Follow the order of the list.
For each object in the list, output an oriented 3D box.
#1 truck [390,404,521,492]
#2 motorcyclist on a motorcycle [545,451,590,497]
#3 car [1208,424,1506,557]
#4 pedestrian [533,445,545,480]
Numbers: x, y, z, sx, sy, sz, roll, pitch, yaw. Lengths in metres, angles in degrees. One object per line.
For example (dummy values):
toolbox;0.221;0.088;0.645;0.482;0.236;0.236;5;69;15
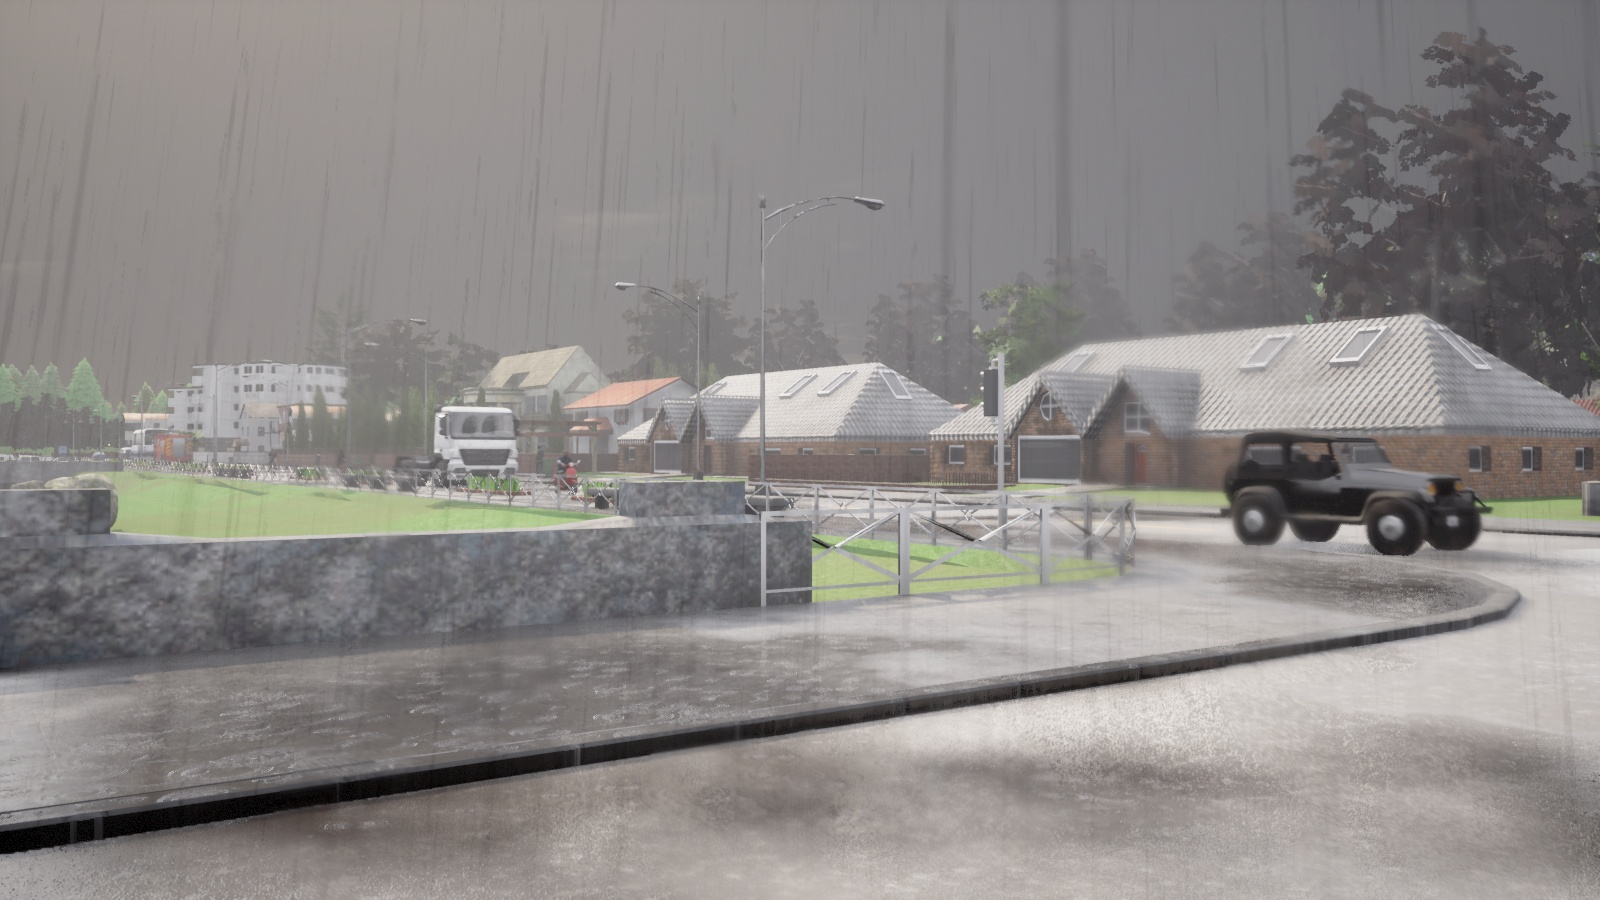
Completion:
truck;-14.812;-0.075;53.579;2.891;3.462;7.936;0;0;-35
motorcyclist on a motorcycle;-8.163;0.823;44.029;0.866;1.590;1.817;0;0;-35
car;8.687;0.571;19.859;1.905;1.878;3.866;0;0;-36
pedestrian;-13.914;0.648;66.948;0.614;1.847;0.353;0;0;44
